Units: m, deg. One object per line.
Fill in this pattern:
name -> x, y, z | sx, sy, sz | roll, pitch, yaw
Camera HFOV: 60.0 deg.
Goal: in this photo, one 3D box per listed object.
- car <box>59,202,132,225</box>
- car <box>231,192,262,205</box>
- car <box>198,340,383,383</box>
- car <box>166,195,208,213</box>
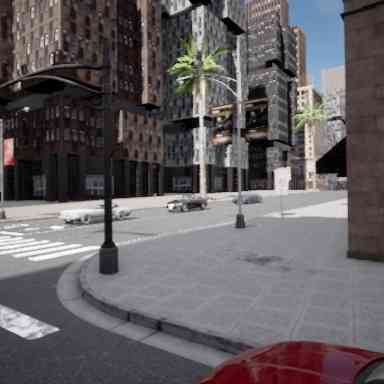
car -> -6.333, 1.361, 22.186 | 1.895, 1.301, 4.718 | -1, 1, 35
car -> 6.814, 0.764, 40.778 | 2.033, 1.411, 5.357 | -1, 1, 36
car -> 1.988, 1.541, 1.562 | 4.507, 1.381, 1.887 | 0, -1, 35
car -> -0.402, 1.019, 30.583 | 2.128, 1.511, 4.902 | -1, 1, 35
